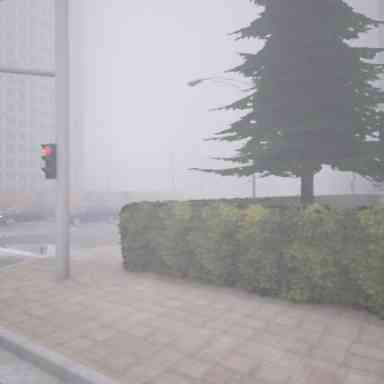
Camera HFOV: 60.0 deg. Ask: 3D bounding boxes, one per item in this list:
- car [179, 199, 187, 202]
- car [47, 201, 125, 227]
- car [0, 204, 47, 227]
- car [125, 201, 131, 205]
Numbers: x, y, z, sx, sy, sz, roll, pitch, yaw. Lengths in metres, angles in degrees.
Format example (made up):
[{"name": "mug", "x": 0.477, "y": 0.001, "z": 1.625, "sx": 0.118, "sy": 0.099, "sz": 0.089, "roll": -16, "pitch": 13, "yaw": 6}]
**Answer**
[{"name": "car", "x": -0.801, "y": 1.658, "z": 40.215, "sx": 1.837, "sy": 1.490, "sz": 4.892, "roll": 0, "pitch": 0, "yaw": 36}, {"name": "car", "x": -7.669, "y": 1.617, "z": 24.591, "sx": 1.882, "sy": 1.535, "sz": 5.008, "roll": 0, "pitch": 0, "yaw": 35}, {"name": "car", "x": -12.152, "y": 1.646, "z": 24.326, "sx": 2.128, "sy": 1.511, "sz": 4.902, "roll": 0, "pitch": 0, "yaw": 35}, {"name": "car", "x": -6.875, "y": 1.645, "z": 31.764, "sx": 2.128, "sy": 1.511, "sz": 4.902, "roll": 0, "pitch": 0, "yaw": 34}]
